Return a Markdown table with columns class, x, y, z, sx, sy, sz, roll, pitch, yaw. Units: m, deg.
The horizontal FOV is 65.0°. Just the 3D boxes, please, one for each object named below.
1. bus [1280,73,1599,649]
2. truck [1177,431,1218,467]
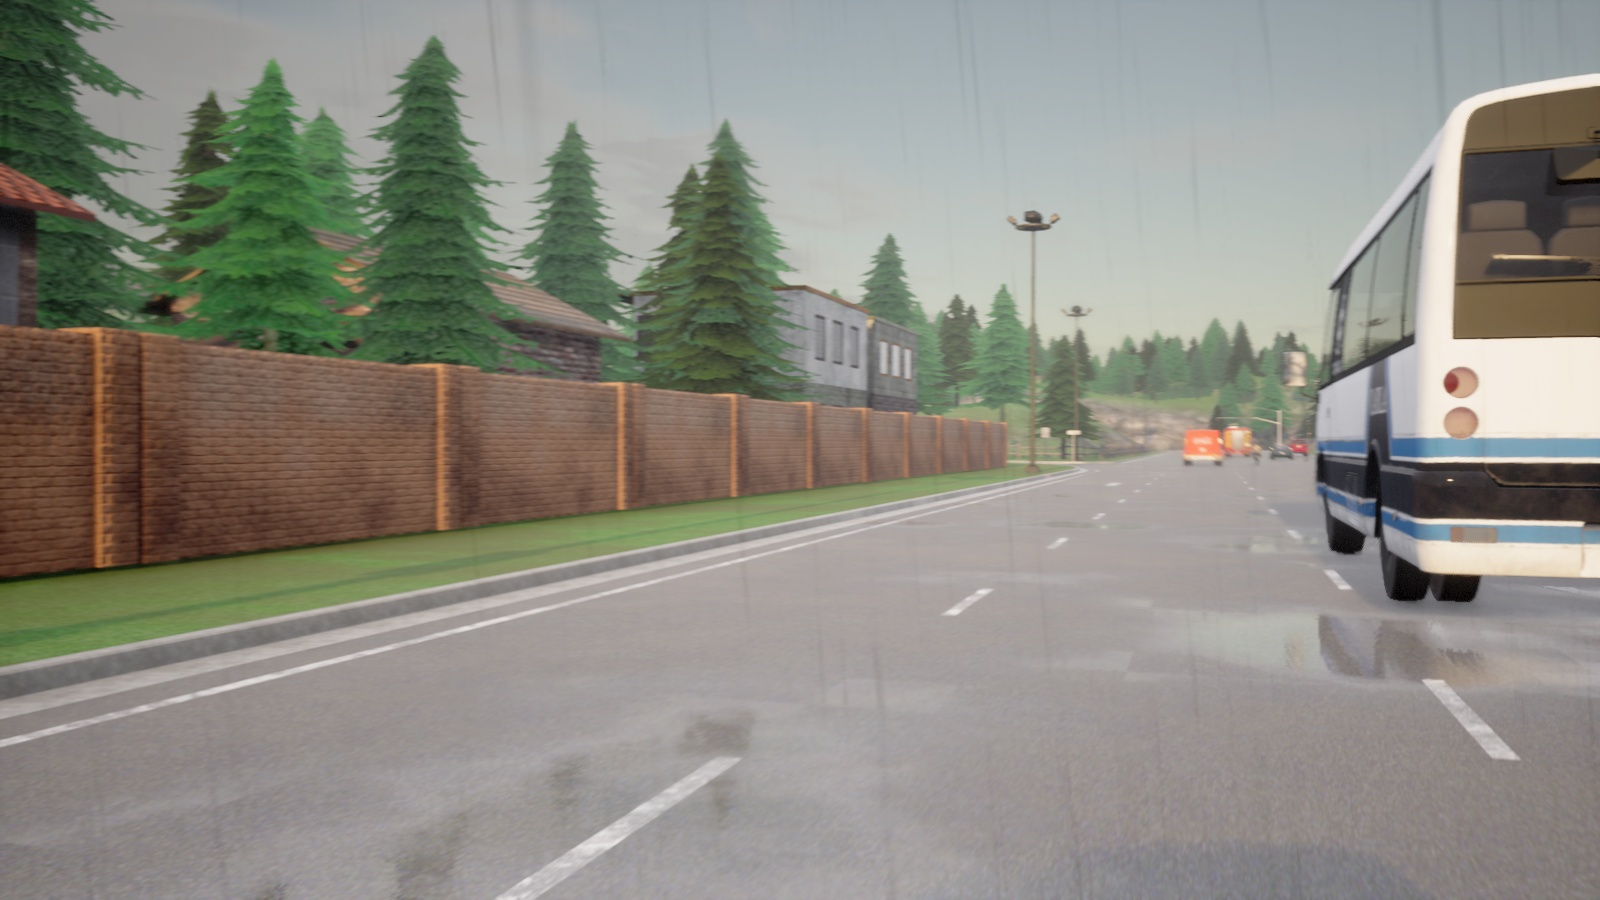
| class | x | y | z | sx | sy | sz | roll | pitch | yaw |
| --- | --- | --- | --- | --- | --- | --- | --- | --- | --- |
| bus | 7.789 | -0.676 | 14.057 | 3.944 | 4.253 | 10.273 | 0 | 0 | 18 |
| truck | 27.555 | -0.108 | 87.096 | 2.627 | 2.467 | 5.204 | 0 | 1 | 18 |
